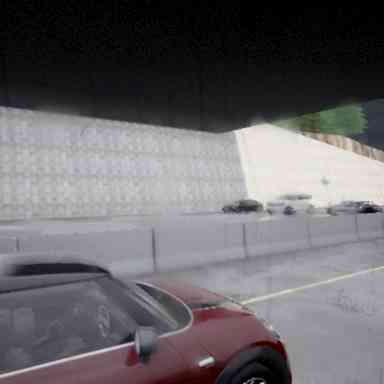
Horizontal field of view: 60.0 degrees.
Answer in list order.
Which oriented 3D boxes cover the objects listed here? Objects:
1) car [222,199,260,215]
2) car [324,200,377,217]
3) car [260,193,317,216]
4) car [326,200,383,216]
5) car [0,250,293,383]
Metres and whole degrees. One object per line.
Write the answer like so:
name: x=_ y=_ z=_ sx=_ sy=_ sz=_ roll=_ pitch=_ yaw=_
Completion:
car: x=5.144 y=1.397 z=32.897 sx=4.674 sy=1.442 sz=1.812 roll=0 pitch=0 yaw=-34
car: x=14.818 y=1.470 z=31.009 sx=5.357 sy=1.411 sz=2.033 roll=0 pitch=0 yaw=-34
car: x=9.503 y=1.117 z=31.636 sx=5.566 sy=2.045 sz=2.150 roll=0 pitch=0 yaw=-34
car: x=12.575 y=1.430 z=25.262 sx=4.902 sy=1.511 sz=2.128 roll=0 pitch=0 yaw=-34
car: x=-1.227 y=1.330 z=2.878 sx=4.553 sy=1.767 sz=2.097 roll=0 pitch=0 yaw=-34
